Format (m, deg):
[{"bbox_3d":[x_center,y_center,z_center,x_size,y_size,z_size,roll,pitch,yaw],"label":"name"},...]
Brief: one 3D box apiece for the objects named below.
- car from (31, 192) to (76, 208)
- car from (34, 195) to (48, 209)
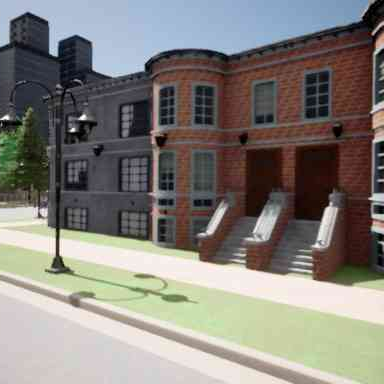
[{"bbox_3d":[-16.503,0.888,39.919,2.097,1.767,4.553,1,1,34],"label":"car"},{"bbox_3d":[-14.595,1.062,36.470,1.882,1.535,5.008,1,1,34],"label":"car"}]
